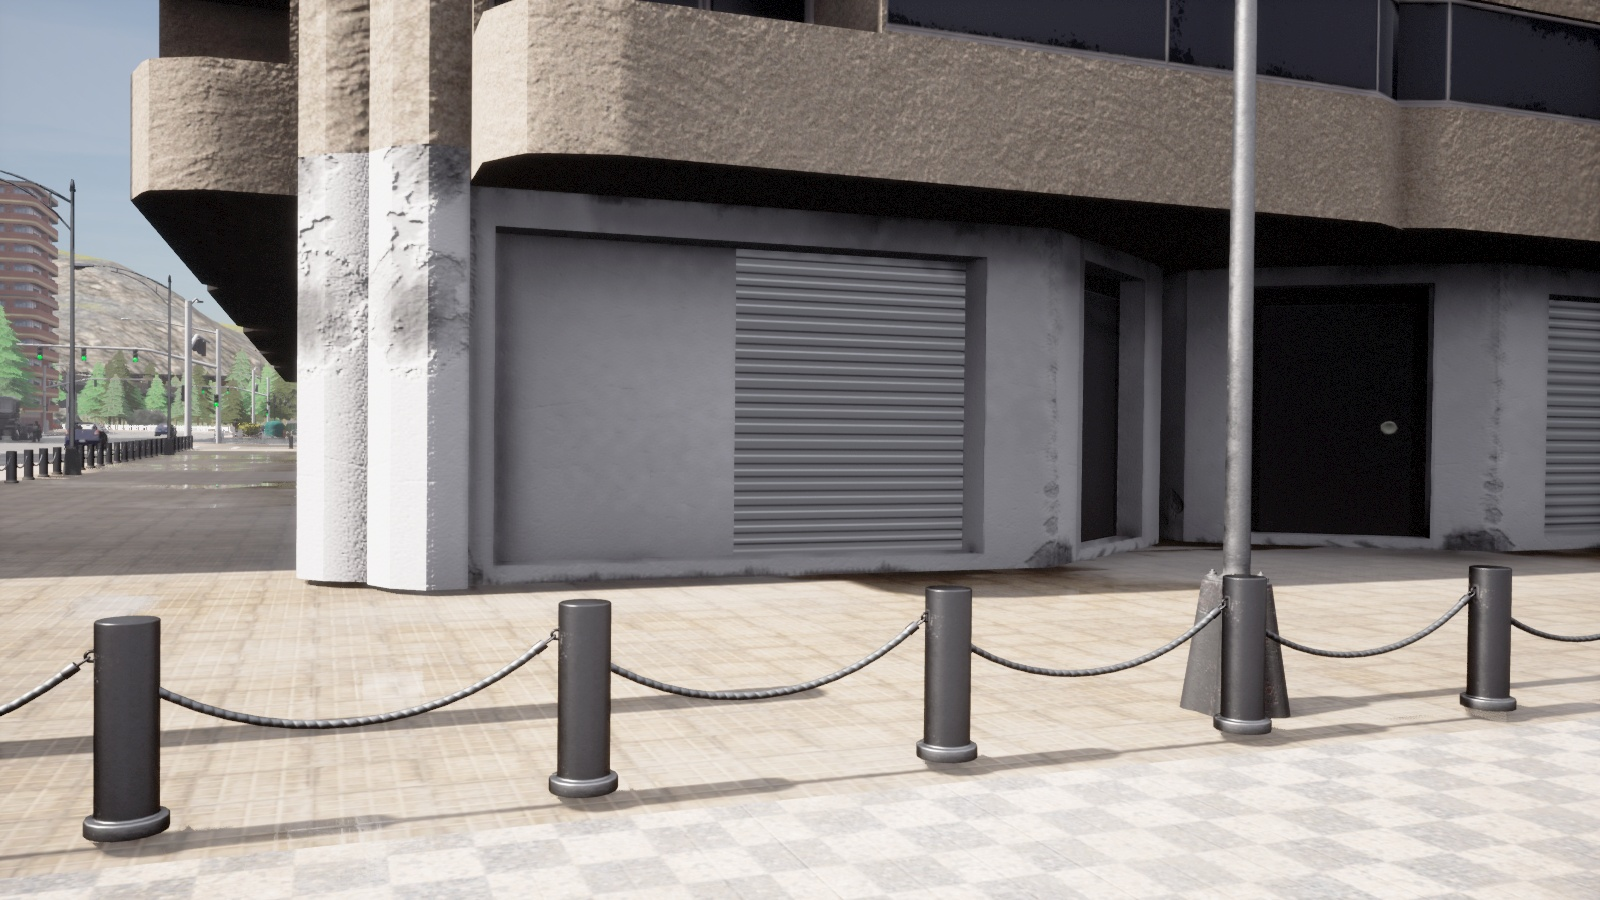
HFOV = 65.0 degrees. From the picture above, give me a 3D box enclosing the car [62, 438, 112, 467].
[{"bbox_3d":[-37.981,0.107,66.954,1.845,1.501,3.633,-1,1,-22],"label":"car"}]
